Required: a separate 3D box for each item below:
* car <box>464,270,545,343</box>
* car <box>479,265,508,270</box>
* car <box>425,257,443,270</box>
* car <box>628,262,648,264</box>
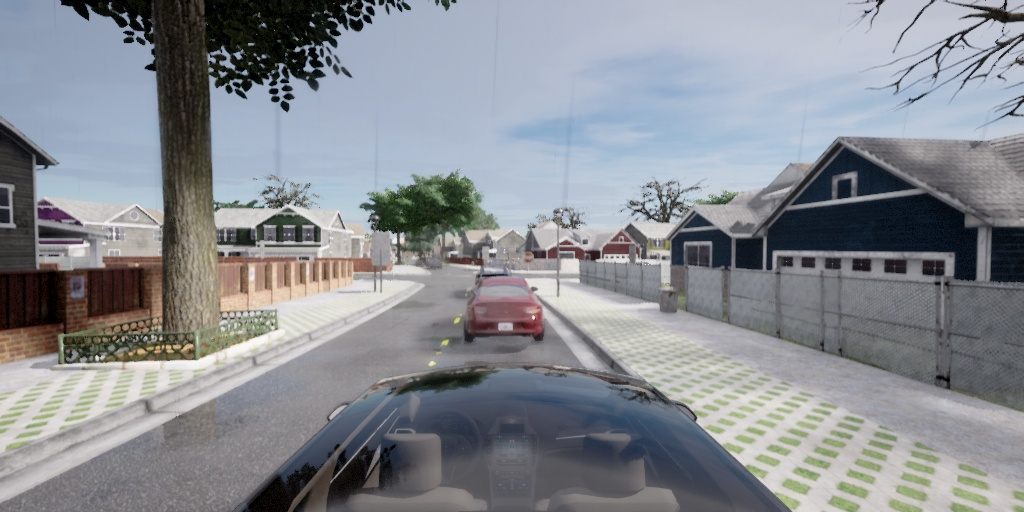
[{"bbox_3d":[-0.240,1.263,9.576,1.812,1.442,4.674,0,0,-3],"label":"car"},{"bbox_3d":[-1.015,1.221,18.984,2.128,1.511,4.902,0,0,-6],"label":"car"},{"bbox_3d":[-11.156,1.237,51.870,1.837,1.490,4.892,0,0,-18],"label":"car"},{"bbox_3d":[13.210,1.361,39.231,4.892,1.490,1.837,0,1,-19],"label":"car"}]
